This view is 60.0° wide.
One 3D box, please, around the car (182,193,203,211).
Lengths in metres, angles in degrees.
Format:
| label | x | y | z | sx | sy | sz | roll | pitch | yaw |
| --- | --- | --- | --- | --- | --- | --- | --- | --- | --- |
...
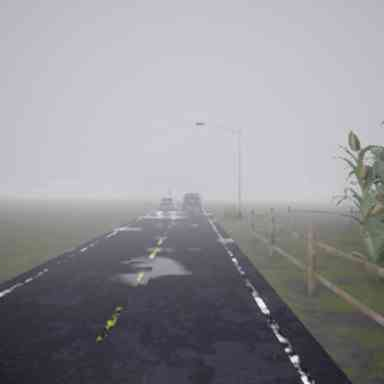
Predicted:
| label | x | y | z | sx | sy | sz | roll | pitch | yaw |
| --- | --- | --- | --- | --- | --- | --- | --- | --- | --- |
| car | 0.026 | 1.098 | 38.657 | 2.150 | 2.045 | 5.566 | 0 | 0 | 0 |

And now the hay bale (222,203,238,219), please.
| label | x | y | z | sx | sy | sz | roll | pitch | yaw |
| --- | --- | --- | --- | --- | --- | --- | --- | --- | --- |
| hay bale | 3.123 | 1.563 | 27.517 | 1.220 | 1.180 | 1.240 | 1 | 1 | 0 |

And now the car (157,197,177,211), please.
| label | x | y | z | sx | sy | sz | roll | pitch | yaw |
| --- | --- | --- | --- | --- | --- | --- | --- | --- | --- |
| car | -2.850 | 1.386 | 38.563 | 1.837 | 1.490 | 4.892 | 0 | 0 | 0 |

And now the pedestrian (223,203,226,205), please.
| label | x | y | z | sx | sy | sz | roll | pitch | yaw |
| --- | --- | --- | --- | --- | --- | --- | --- | --- | --- |
| pedestrian | 2.818 | 1.491 | 28.638 | 0.375 | 1.300 | 0.375 | -1 | 1 | 2 |
